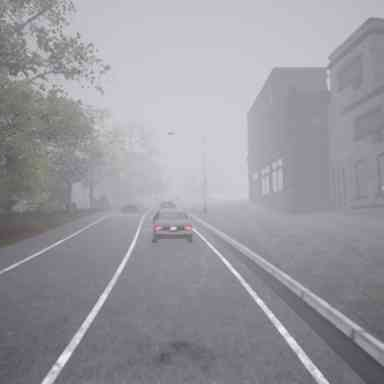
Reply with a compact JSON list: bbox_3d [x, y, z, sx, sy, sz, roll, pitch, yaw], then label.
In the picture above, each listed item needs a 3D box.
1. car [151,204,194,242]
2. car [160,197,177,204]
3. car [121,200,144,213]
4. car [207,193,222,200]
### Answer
[{"bbox_3d":[-1.012,1.541,16.209,2.033,1.411,5.357,0,0,-6],"label":"car"},{"bbox_3d":[-2.853,1.371,40.613,1.812,1.442,4.674,0,1,1],"label":"car"},{"bbox_3d":[-6.253,1.489,35.185,1.895,1.301,4.718,0,0,-2],"label":"car"},{"bbox_3d":[5.208,0.952,75.745,1.812,1.442,4.674,-4,-1,33],"label":"car"}]
